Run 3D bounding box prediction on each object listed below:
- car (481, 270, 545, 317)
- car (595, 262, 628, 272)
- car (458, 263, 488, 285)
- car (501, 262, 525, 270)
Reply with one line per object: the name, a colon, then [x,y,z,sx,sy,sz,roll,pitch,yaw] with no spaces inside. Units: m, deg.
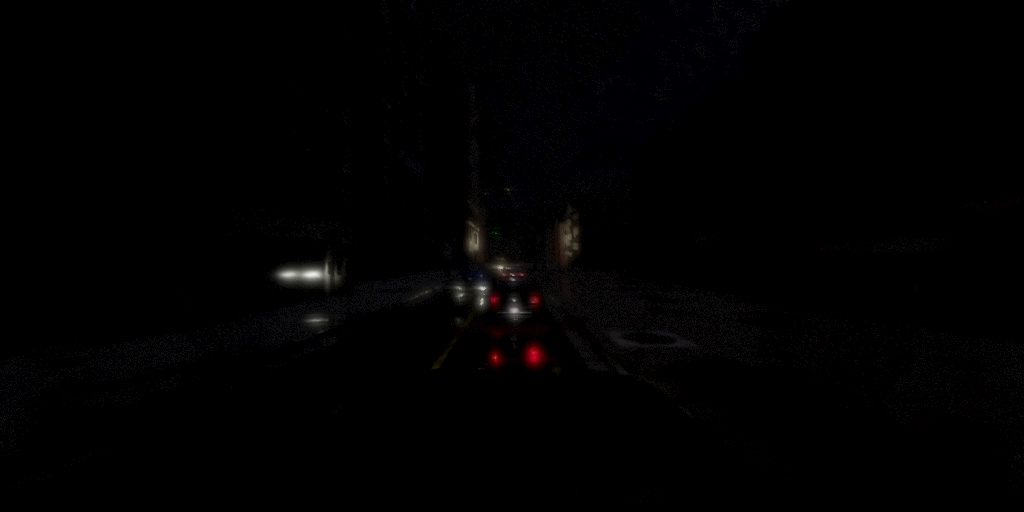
car: [0.088,1.372,13.131,1.895,1.301,4.718,0,0,0]
car: [13.239,1.525,47.844,4.313,1.339,1.948,0,0,0]
car: [-2.826,1.272,26.657,1.882,1.535,5.008,0,0,0]
car: [0.094,1.397,27.681,1.895,1.301,4.718,0,0,0]
